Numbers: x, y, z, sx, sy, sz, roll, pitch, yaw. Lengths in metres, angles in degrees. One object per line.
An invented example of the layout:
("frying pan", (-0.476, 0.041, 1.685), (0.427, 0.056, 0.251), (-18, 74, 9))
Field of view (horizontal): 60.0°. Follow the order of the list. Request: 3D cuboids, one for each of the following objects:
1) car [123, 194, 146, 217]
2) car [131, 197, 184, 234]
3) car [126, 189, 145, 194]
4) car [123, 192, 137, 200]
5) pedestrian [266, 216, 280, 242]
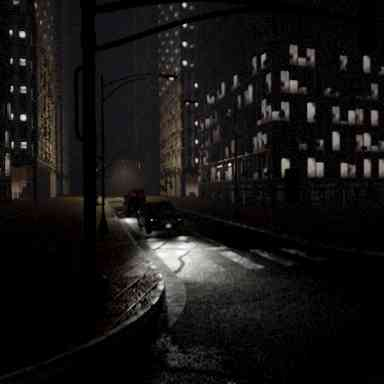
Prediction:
("car", (-4.623, 1.158, 27.510), (1.837, 1.490, 4.892), (-1, 1, -16))
("car", (-1.781, 1.285, 17.857), (2.128, 1.511, 4.902), (-1, 1, -16))
("car", (-8.318, 0.523, 50.499), (2.150, 2.045, 5.566), (-1, 1, -16))
("car", (-11.356, 0.715, 60.774), (1.994, 1.385, 4.181), (-1, 1, -16))
("pedestrian", (3.328, 1.505, 13.706), (0.500, 1.100, 0.500), (0, 0, -16))
